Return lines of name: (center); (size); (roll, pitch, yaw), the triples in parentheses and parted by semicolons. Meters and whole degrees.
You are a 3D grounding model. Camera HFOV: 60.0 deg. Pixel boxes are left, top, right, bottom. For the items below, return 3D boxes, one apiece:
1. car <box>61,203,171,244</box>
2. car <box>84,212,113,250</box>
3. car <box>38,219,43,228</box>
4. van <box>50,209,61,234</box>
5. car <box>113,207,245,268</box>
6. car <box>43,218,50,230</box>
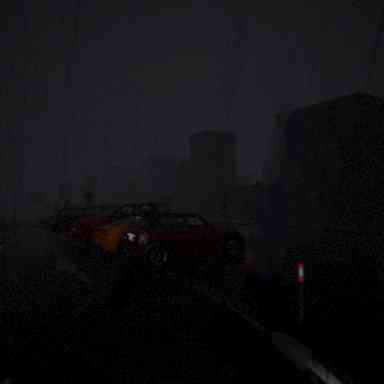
car: (-3.459, 1.612, 17.285); (5.566, 2.045, 2.435); (0, -2, -33)
car: (-1.860, 1.775, 14.837); (5.008, 1.535, 2.097); (0, -2, -33)
car: (-9.784, 2.325, 27.636); (5.366, 1.575, 1.946); (0, -2, -32)
van: (-6.855, 1.860, 22.458); (4.442, 1.987, 1.878); (0, -2, -32)
car: (-0.247, 1.558, 12.271); (4.553, 1.767, 2.185); (0, -2, -33)
car: (-8.407, 2.078, 25.063); (4.553, 1.767, 2.185); (0, -2, -32)
